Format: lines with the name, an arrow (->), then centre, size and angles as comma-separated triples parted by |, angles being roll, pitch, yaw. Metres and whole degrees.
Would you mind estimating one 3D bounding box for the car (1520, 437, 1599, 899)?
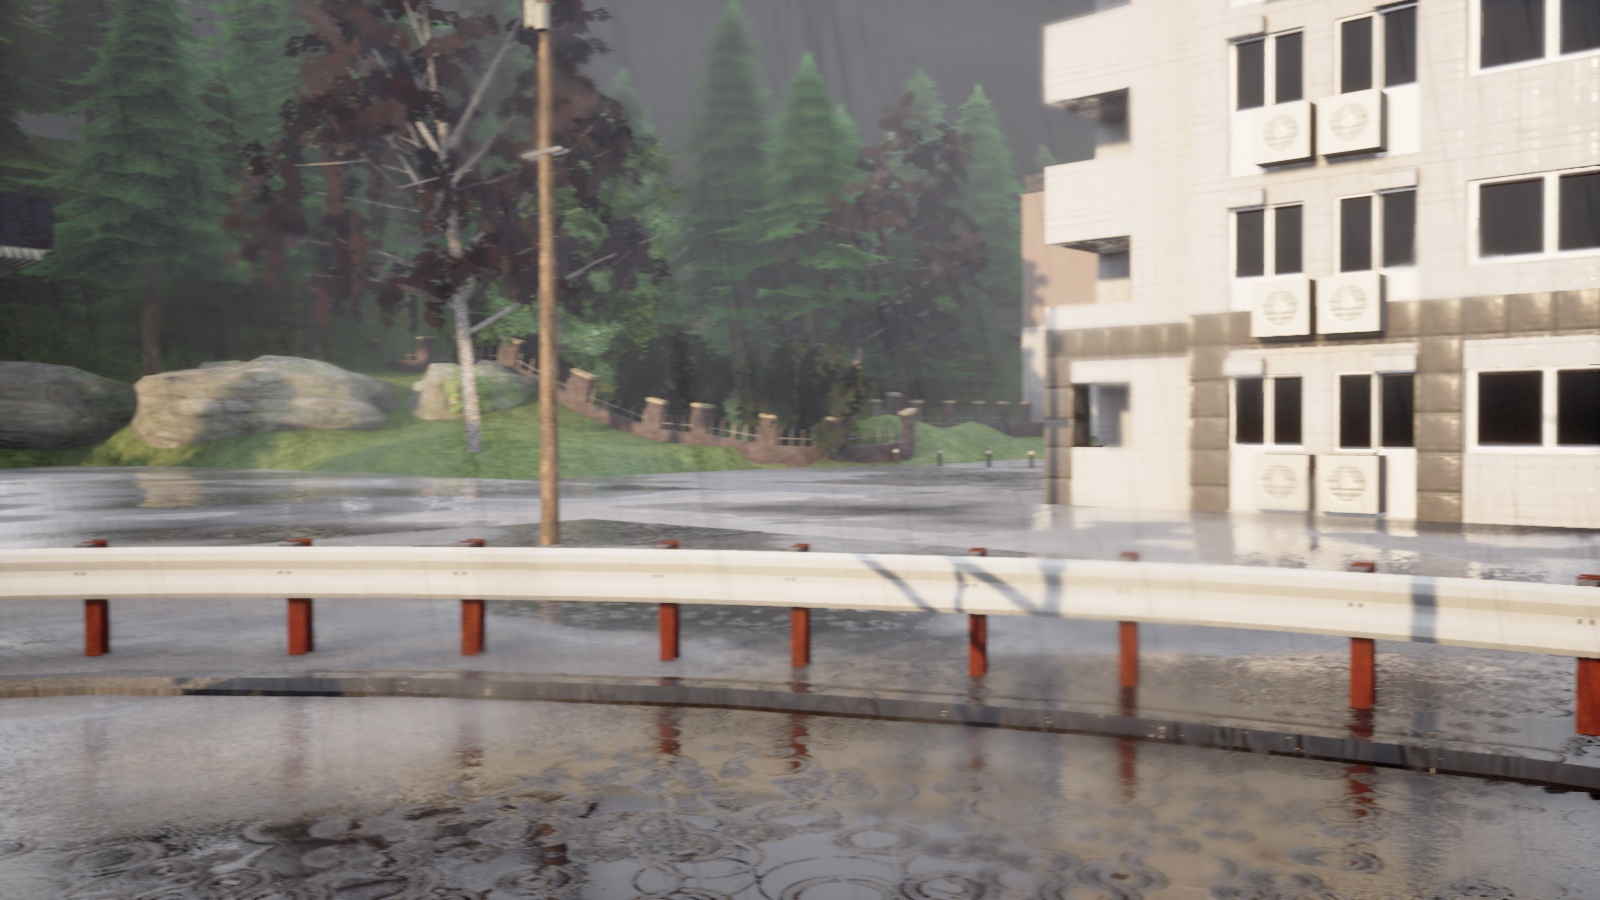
car -> 4.074, 0.770, 1.836 | 5.008, 1.535, 1.882 | 1, 1, 39
